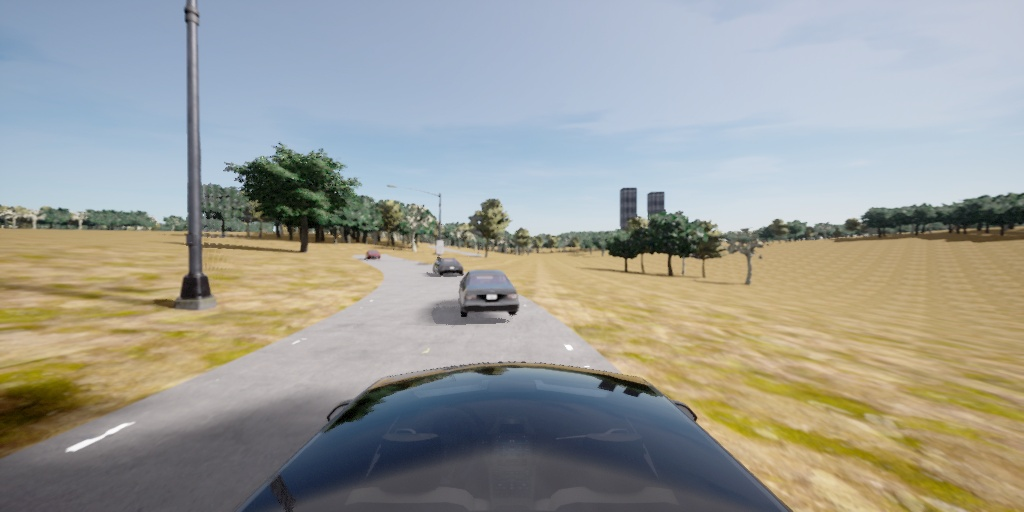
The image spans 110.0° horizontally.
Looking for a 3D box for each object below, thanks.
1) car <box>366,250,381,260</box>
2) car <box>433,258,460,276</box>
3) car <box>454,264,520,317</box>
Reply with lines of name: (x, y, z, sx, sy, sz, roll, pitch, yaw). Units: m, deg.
car: (-21.708, -0.194, 56.020, 1.882, 1.535, 5.008, -1, 2, -27)
car: (-5.353, 0.832, 29.741, 1.994, 1.385, 4.181, 0, 2, -20)
car: (-0.956, 1.186, 12.790, 2.033, 1.411, 5.357, 0, 1, -9)
